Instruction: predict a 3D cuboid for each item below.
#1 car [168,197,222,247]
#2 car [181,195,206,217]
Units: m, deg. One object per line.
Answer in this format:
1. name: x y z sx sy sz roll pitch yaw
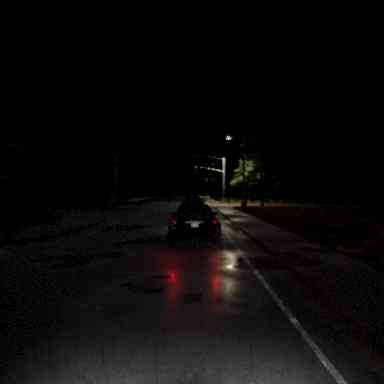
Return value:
1. car: 0.105 1.271 14.755 2.097 1.767 4.553 0 0 0
2. car: 0.110 1.186 29.902 2.097 1.767 4.553 0 1 0
